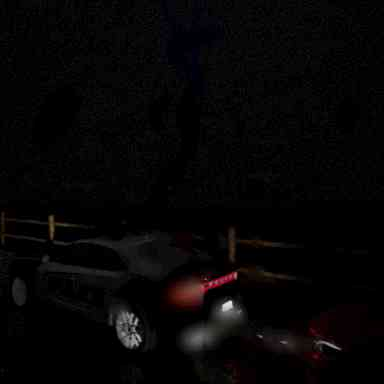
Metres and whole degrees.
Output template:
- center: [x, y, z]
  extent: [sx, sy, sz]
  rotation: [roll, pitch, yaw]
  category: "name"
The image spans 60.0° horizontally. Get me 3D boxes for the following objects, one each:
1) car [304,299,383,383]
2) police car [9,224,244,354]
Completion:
- center: [3.375, 1.540, 2.735]
  extent: [4.674, 1.442, 1.812]
  rotation: [0, 0, 36]
  category: "car"
- center: [-1.589, 1.454, 6.306]
  extent: [5.238, 1.638, 1.930]
  rotation: [0, 0, 36]
  category: "police car"
